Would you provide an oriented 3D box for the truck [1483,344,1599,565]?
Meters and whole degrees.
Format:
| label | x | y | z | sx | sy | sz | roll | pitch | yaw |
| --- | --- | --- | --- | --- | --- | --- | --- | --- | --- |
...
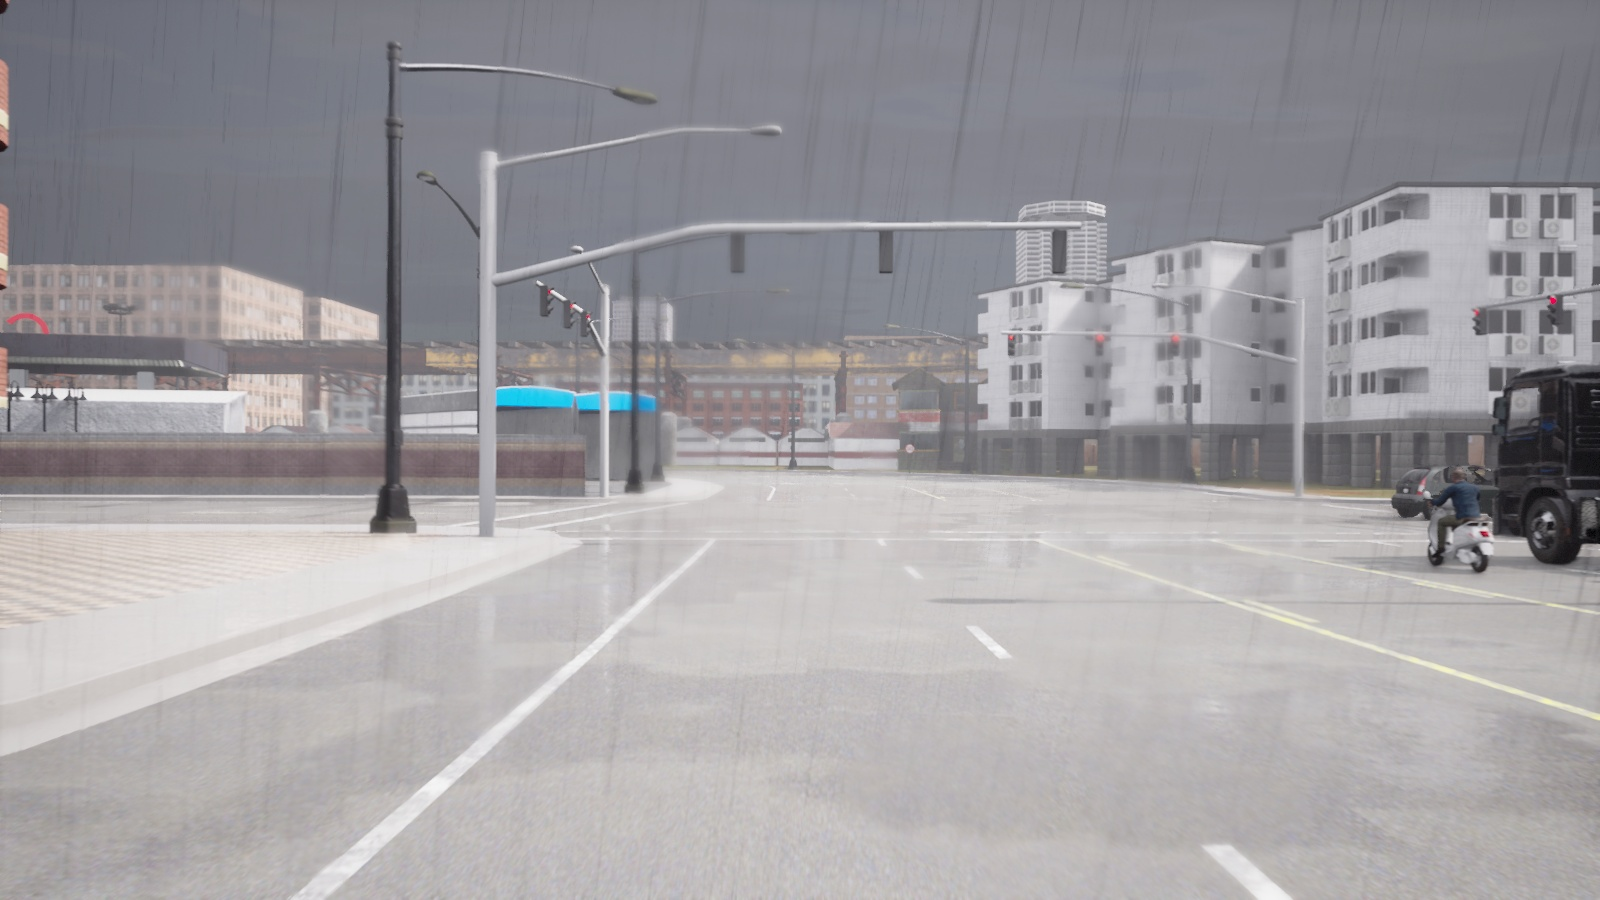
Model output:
| label | x | y | z | sx | sy | sz | roll | pitch | yaw |
| --- | --- | --- | --- | --- | --- | --- | --- | --- | --- |
| truck | 13.950 | 0.062 | 18.994 | 2.891 | 3.462 | 7.936 | 0 | -1 | 0 |

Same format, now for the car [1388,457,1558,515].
| label | x | y | z | sx | sy | sz | roll | pitch | yaw |
| --- | --- | --- | --- | --- | --- | --- | --- | --- | --- |
| car | 19.683 | 1.035 | 36.849 | 3.988 | 1.617 | 1.851 | 0 | 0 | -1 |

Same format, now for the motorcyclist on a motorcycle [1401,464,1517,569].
| label | x | y | z | sx | sy | sz | roll | pitch | yaw |
| --- | --- | --- | --- | --- | --- | --- | --- | --- | --- |
| motorcyclist on a motorcycle | 10.451 | 1.020 | 19.993 | 0.866 | 1.590 | 1.817 | 0 | -1 | 0 |
